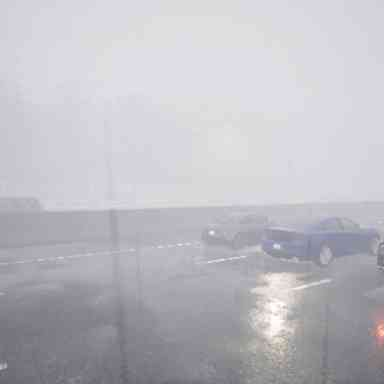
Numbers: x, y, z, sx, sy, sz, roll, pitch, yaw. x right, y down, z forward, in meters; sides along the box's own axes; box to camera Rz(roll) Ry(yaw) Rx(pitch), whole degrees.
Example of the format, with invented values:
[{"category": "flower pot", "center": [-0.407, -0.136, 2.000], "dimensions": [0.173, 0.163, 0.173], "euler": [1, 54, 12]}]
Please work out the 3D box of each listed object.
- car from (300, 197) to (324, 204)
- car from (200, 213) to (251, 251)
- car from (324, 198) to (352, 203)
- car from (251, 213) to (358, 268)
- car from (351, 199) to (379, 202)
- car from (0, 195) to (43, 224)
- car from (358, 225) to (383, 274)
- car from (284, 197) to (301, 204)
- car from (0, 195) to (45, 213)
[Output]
[{"category": "car", "center": [17.860, 1.528, 46.705], "dimensions": [4.892, 1.490, 1.837], "euler": [0, 0, -35]}, {"category": "car", "center": [2.412, 1.572, 14.172], "dimensions": [4.181, 1.385, 1.994], "euler": [0, 0, -35]}, {"category": "car", "center": [19.974, 1.526, 43.916], "dimensions": [4.892, 1.490, 1.837], "euler": [0, 0, -35]}, {"category": "car", "center": [4.570, 1.484, 11.416], "dimensions": [5.008, 1.535, 1.882], "euler": [0, 0, -35]}, {"category": "car", "center": [22.079, 1.584, 41.125], "dimensions": [4.181, 1.385, 1.994], "euler": [0, 0, -35]}, {"category": "car", "center": [-14.014, 1.241, 24.056], "dimensions": [5.566, 2.045, 2.150], "euler": [0, 0, -35]}, {"category": "car", "center": [6.715, 1.495, 8.643], "dimensions": [4.902, 1.511, 2.128], "euler": [0, 0, -35]}, {"category": "car", "center": [15.726, 1.504, 49.480], "dimensions": [5.008, 1.535, 1.882], "euler": [0, 0, -35]}, {"category": "car", "center": [-10.801, 1.236, 17.757], "dimensions": [5.566, 2.045, 2.150], "euler": [0, 0, -35]}]
